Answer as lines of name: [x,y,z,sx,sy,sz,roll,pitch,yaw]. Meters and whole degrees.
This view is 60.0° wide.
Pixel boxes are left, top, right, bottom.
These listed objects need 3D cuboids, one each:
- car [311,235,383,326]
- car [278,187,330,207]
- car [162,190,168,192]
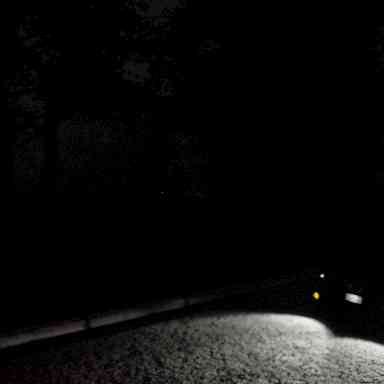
car: [4.316,1.600,6.707,4.181,1.385,1.994,0,0,-36]
car: [11.830,0.448,35.325,2.150,2.045,5.566,2,2,-33]
car: [-5.508,-0.874,55.457,2.097,1.767,4.553,2,2,-33]
